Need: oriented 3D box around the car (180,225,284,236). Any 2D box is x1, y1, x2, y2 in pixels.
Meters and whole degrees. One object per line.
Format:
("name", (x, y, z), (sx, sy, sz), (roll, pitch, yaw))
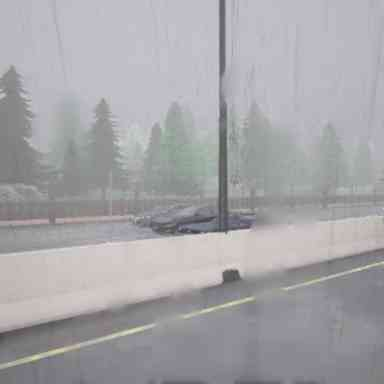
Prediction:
("car", (1.666, 1.531, 13.780), (4.718, 1.301, 1.895), (-1, 0, -36))
